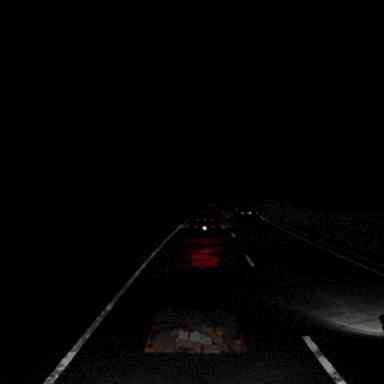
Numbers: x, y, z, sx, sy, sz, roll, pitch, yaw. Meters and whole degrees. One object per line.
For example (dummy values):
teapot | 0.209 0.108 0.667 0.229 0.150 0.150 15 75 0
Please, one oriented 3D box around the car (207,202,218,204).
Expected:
car | 2.327 1.876 37.176 1.812 1.442 4.674 0 0 6

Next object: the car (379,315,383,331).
car | 3.653 1.578 2.428 2.033 1.411 5.357 0 -1 1

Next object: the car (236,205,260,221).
car | 5.144 1.857 30.689 2.033 1.411 5.357 0 0 5

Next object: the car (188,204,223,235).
car | 0.831 1.719 20.358 1.837 1.490 4.892 0 -1 3
